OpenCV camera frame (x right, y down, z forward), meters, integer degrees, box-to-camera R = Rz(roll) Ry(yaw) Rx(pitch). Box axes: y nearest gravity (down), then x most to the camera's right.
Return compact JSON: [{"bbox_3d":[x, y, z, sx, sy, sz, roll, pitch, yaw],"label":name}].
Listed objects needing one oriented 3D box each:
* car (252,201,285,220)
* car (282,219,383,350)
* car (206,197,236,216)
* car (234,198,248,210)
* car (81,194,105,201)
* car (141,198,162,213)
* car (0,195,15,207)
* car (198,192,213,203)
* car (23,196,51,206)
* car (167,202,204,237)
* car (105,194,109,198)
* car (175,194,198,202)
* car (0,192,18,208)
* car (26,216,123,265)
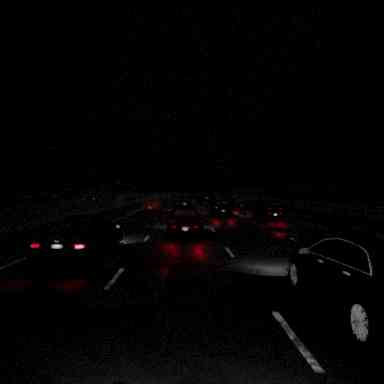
[{"bbox_3d":[6.389,1.511,28.109,1.837,1.490,4.892,0,0,-1],"label":"car"},{"bbox_3d":[3.312,1.533,6.269,1.837,1.490,4.892,0,0,-1],"label":"car"},{"bbox_3d":[2.703,1.494,31.722,1.812,1.442,4.674,0,0,-1],"label":"car"},{"bbox_3d":[6.038,1.464,42.818,1.812,1.442,4.674,0,0,-1],"label":"car"},{"bbox_3d":[-15.344,1.088,50.900,2.097,1.767,4.553,0,0,-1],"label":"car"},{"bbox_3d":[-4.302,1.379,36.023,1.882,1.535,5.008,0,1,-1],"label":"car"},{"bbox_3d":[-25.693,1.234,44.286,1.812,1.442,4.674,0,0,-1],"label":"car"},{"bbox_3d":[2.184,1.063,53.485,2.150,2.045,5.566,0,0,-1],"label":"car"},{"bbox_3d":[-22.287,1.253,48.146,2.033,1.411,5.357,0,0,-1],"label":"car"},{"bbox_3d":[-0.363,1.512,17.710,1.812,1.442,4.674,0,0,-1],"label":"car"},{"bbox_3d":[-19.268,1.080,72.008,2.128,1.511,4.902,0,0,-1],"label":"car"},{"bbox_3d":[-0.780,1.282,35.160,2.097,1.767,4.553,0,0,-1],"label":"car"},{"bbox_3d":[-18.379,1.047,30.873,2.150,2.045,5.566,0,0,-1],"label":"car"},{"bbox_3d":[-3.715,1.521,11.498,2.033,1.411,5.357,0,0,-1],"label":"car"}]
